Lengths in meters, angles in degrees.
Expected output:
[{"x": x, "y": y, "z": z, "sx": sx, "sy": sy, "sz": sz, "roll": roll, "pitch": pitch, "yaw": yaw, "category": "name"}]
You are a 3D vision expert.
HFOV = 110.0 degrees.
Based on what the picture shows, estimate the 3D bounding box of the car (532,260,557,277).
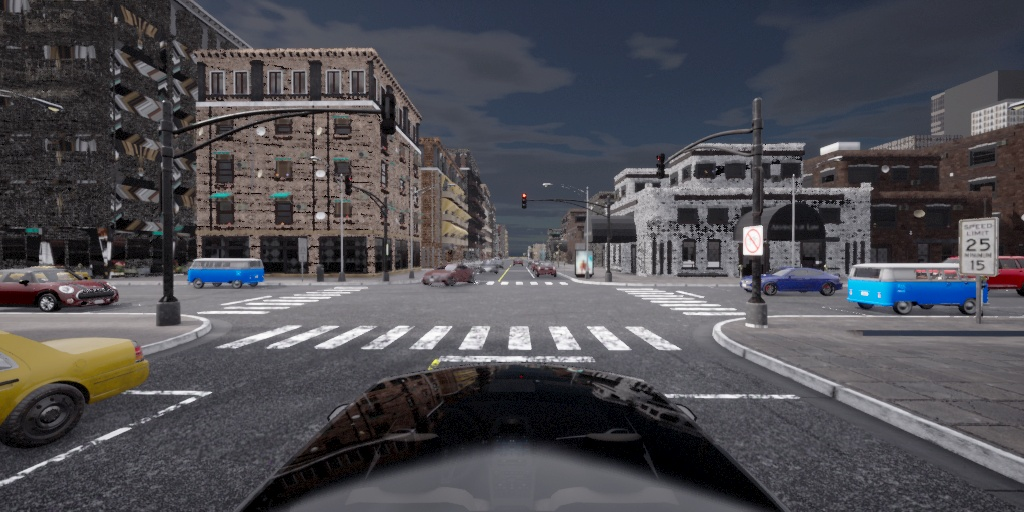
[{"x": 3.253, "y": 1.195, "z": 35.099, "sx": 1.967, "sy": 1.591, "sz": 4.097, "roll": 0, "pitch": 0, "yaw": 1, "category": "car"}]

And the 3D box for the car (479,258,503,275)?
[{"x": -2.460, "y": 1.247, "z": 39.640, "sx": 2.128, "sy": 1.511, "sz": 4.902, "roll": 0, "pitch": 0, "yaw": 1, "category": "car"}]

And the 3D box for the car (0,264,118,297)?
[{"x": -17.529, "y": 1.190, "z": 13.506, "sx": 4.097, "sy": 1.591, "sz": 1.967, "roll": 0, "pitch": 0, "yaw": 1, "category": "car"}]

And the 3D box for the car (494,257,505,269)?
[{"x": -2.191, "y": 1.278, "z": 54.857, "sx": 1.837, "sy": 1.490, "sz": 4.892, "roll": 0, "pitch": 0, "yaw": 1, "category": "car"}]

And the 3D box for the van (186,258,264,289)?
[{"x": -17.430, "y": 1.030, "z": 21.886, "sx": 3.998, "sy": 1.789, "sz": 1.690, "roll": 0, "pitch": 0, "yaw": 1, "category": "van"}]

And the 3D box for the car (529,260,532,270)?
[{"x": 3.445, "y": 1.347, "z": 46.491, "sx": 1.802, "sy": 1.307, "sz": 4.207, "roll": 0, "pitch": 0, "yaw": 1, "category": "car"}]

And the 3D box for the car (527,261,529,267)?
[{"x": 3.542, "y": 1.321, "z": 52.187, "sx": 2.007, "sy": 1.370, "sz": 4.403, "roll": 0, "pitch": 0, "yaw": 1, "category": "car"}]

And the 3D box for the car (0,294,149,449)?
[{"x": -5.681, "y": 1.275, "z": 2.609, "sx": 1.751, "sy": 1.417, "sz": 4.829, "roll": 0, "pitch": 0, "yaw": 1, "category": "car"}]

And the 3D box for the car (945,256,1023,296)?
[{"x": 24.350, "y": 1.019, "z": 18.891, "sx": 5.566, "sy": 2.045, "sz": 2.150, "roll": 0, "pitch": 0, "yaw": 0, "category": "car"}]

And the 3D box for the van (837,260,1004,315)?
[{"x": 14.849, "y": 1.156, "z": 13.198, "sx": 3.998, "sy": 1.789, "sz": 1.690, "roll": 0, "pitch": 0, "yaw": 1, "category": "van"}]

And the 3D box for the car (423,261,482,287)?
[{"x": -4.061, "y": 1.241, "z": 24.105, "sx": 1.812, "sy": 1.442, "sz": 4.674, "roll": 1, "pitch": 0, "yaw": 21, "category": "car"}]

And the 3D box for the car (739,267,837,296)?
[{"x": 14.688, "y": 1.298, "z": 18.982, "sx": 4.674, "sy": 1.442, "sz": 1.812, "roll": 0, "pitch": 0, "yaw": 2, "category": "car"}]
